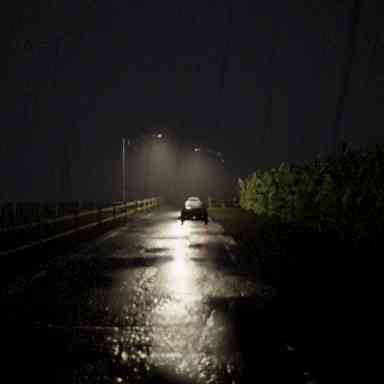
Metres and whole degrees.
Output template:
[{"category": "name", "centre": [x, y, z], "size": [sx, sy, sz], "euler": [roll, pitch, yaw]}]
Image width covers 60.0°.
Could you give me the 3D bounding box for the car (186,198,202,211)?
[{"category": "car", "centre": [0.197, 1.448, 40.683], "size": [1.812, 1.442, 4.674], "euler": [0, 0, 0]}]

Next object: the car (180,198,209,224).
[{"category": "car", "centre": [0.158, 1.445, 23.948], "size": [2.128, 1.511, 4.902], "euler": [0, 0, 0]}]
